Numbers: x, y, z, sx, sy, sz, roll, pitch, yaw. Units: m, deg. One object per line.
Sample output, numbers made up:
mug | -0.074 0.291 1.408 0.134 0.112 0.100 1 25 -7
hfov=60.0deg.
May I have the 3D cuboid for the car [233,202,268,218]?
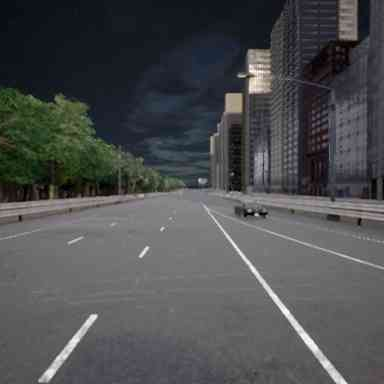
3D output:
car | 4.806 1.471 28.054 1.895 1.301 4.718 0 0 -6
